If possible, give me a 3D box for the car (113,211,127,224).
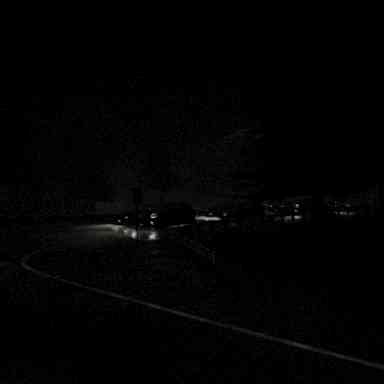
[{"bbox_3d":[-3.441,1.693,25.926,2.033,1.411,5.357,-1,0,43],"label":"car"}]

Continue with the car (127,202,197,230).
[{"bbox_3d":[-1.706,1.468,22.469,2.097,1.767,4.553,-1,0,41],"label":"car"}]

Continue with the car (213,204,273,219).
[{"bbox_3d":[4.500,1.592,28.885,4.902,1.511,2.128,0,0,-42],"label":"car"}]

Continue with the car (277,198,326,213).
[{"bbox_3d":[11.422,1.429,34.625,4.553,1.767,2.097,0,0,-35],"label":"car"}]

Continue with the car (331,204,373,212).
[{"bbox_3d":[19.543,1.520,39.973,5.008,1.535,1.882,0,0,-29],"label":"car"}]

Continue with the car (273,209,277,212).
[{"bbox_3d":[11.313,1.698,38.871,4.718,1.301,1.895,0,0,-35],"label":"car"}]

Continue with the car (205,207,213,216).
[{"bbox_3d":[3.748,1.673,32.981,5.357,1.411,2.033,0,0,-42],"label":"car"}]

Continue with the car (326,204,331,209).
[{"bbox_3d":[20.047,1.280,44.240,5.566,2.045,2.150,0,0,-28],"label":"car"}]
